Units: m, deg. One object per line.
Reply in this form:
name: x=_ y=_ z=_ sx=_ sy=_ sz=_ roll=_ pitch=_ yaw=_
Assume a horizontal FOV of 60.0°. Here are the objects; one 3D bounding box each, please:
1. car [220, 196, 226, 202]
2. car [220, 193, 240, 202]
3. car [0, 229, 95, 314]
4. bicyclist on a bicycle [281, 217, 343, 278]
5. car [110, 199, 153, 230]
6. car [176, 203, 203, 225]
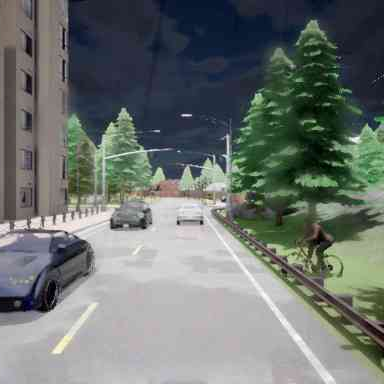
car: x=8.130 y=1.144 z=65.493 sx=4.605 sy=1.855 sz=1.932 roll=0 pitch=0 yaw=-1
car: x=7.687 y=1.146 z=67.998 sx=3.866 sy=1.878 sz=1.905 roll=0 pitch=0 yaw=-1
car: x=-3.665 y=1.564 z=7.557 sx=1.994 sy=1.385 sz=4.181 roll=0 pitch=0 yaw=-1
bicyclist on a bicycle: x=3.170 y=1.492 z=8.708 sx=1.656 sy=1.620 sz=0.582 roll=3 pitch=-1 yaw=-2
car: x=-3.772 y=1.352 z=21.197 sx=2.097 sy=1.767 sz=4.553 roll=0 pitch=0 yaw=0
car: x=-0.155 y=1.526 z=24.257 sx=1.812 sy=1.442 sz=4.674 roll=0 pitch=0 yaw=-1
